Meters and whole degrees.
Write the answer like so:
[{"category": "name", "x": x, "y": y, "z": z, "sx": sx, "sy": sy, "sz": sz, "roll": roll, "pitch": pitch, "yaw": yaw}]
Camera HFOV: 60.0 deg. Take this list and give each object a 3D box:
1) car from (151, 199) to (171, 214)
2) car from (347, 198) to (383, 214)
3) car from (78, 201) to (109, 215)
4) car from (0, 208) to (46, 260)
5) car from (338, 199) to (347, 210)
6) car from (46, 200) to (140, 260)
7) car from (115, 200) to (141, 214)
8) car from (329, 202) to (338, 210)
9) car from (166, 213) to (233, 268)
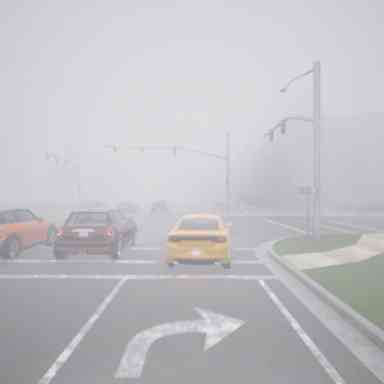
[{"category": "car", "x": -3.411, "y": 1.537, "z": 36.467, "sx": 1.837, "sy": 1.490, "sz": 4.892, "roll": 0, "pitch": 0, "yaw": 0}, {"category": "car", "x": 19.529, "y": 1.521, "z": 34.984, "sx": 4.902, "sy": 1.511, "sz": 2.128, "roll": 0, "pitch": 0, "yaw": 0}, {"category": "car", "x": -10.411, "y": 1.632, "z": 35.475, "sx": 1.895, "sy": 1.301, "sz": 4.718, "roll": 0, "pitch": 0, "yaw": 0}, {"category": "car", "x": -6.904, "y": 1.363, "z": 12.600, "sx": 2.097, "sy": 1.767, "sz": 4.553, "roll": 0, "pitch": 0, "yaw": 0}, {"category": "car", "x": 20.153, "y": 1.512, "z": 38.488, "sx": 5.008, "sy": 1.535, "sz": 1.882, "roll": 0, "pitch": 0, "yaw": 0}, {"category": "car", "x": -3.406, "y": 1.363, "z": 12.590, "sx": 2.097, "sy": 1.767, "sz": 4.553, "roll": 0, "pitch": 0, "yaw": 0}, {"category": "car", "x": -6.912, "y": 1.596, "z": 36.228, "sx": 1.994, "sy": 1.385, "sz": 4.181, "roll": 0, "pitch": 0, "yaw": 0}, {"category": "car", "x": 19.836, "y": 1.564, "z": 41.994, "sx": 4.674, "sy": 1.442, "sz": 1.812, "roll": -1, "pitch": 0, "yaw": 0}, {"category": "car", "x": 0.369, "y": 1.488, "z": 11.444, "sx": 1.882, "sy": 1.535, "sz": 5.008, "roll": 0, "pitch": 0, "yaw": 6}]
